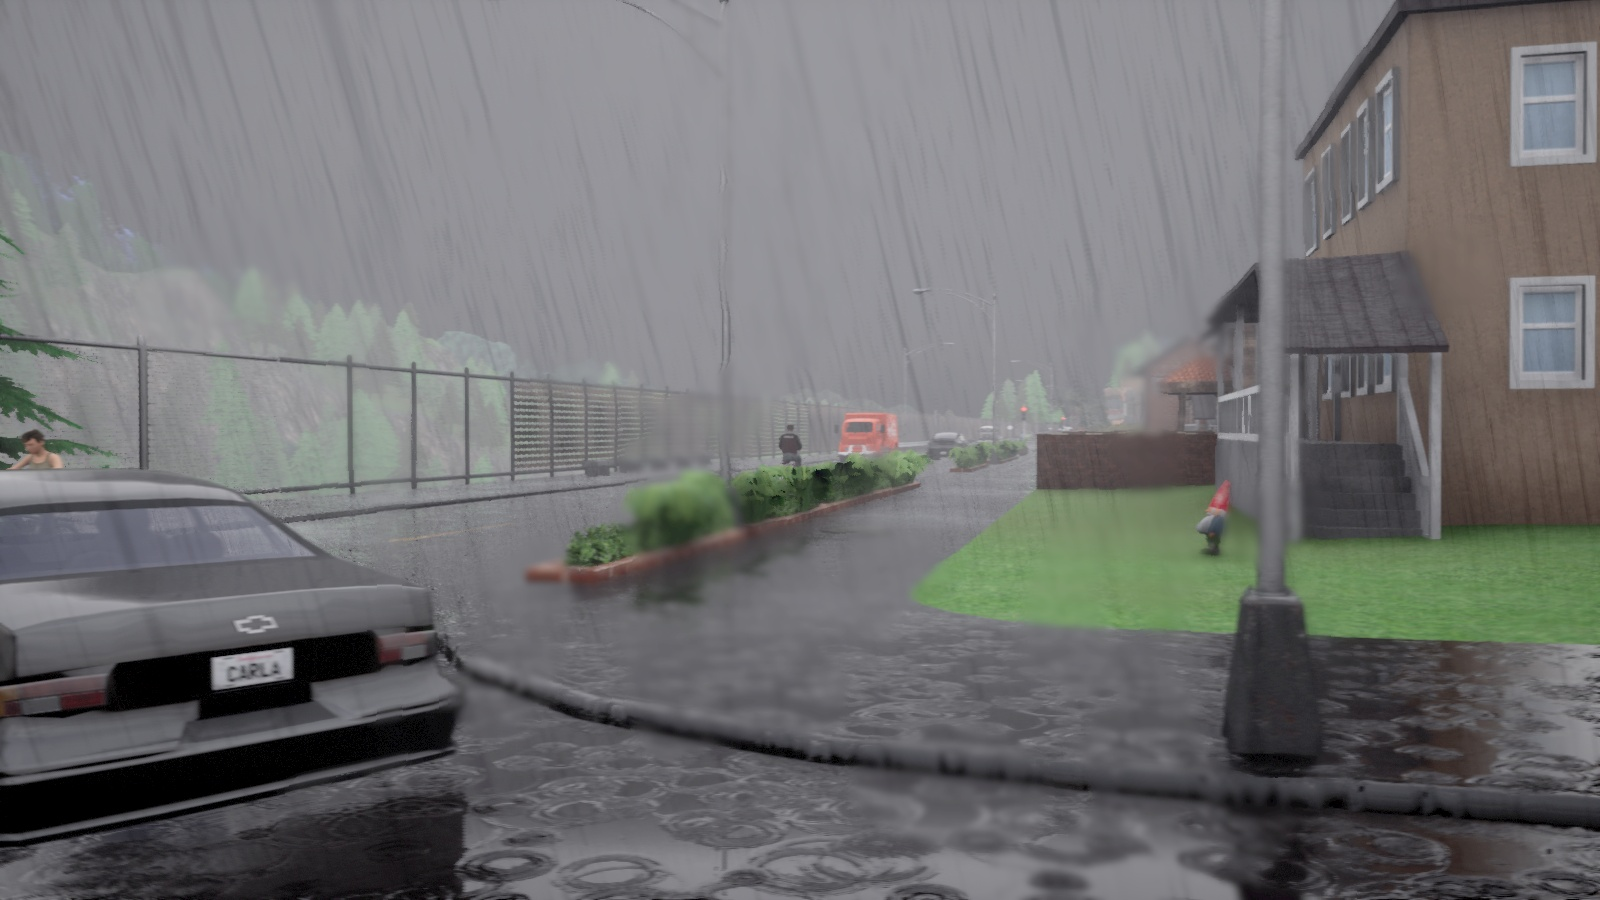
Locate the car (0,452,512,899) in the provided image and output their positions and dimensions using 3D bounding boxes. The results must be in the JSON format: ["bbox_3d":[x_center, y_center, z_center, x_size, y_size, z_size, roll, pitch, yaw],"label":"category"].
[{"bbox_3d":[-3.788,0.766,6.202,5.357,1.411,2.033,1,1,44],"label":"car"}]

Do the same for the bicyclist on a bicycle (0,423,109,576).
[{"bbox_3d":[-8.718,0.512,14.123,0.866,1.612,1.509,1,1,12],"label":"bicyclist on a bicycle"}]

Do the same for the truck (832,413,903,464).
[{"bbox_3d":[3.484,-0.600,63.253,2.627,2.467,5.204,0,1,14],"label":"truck"}]

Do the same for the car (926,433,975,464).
[{"bbox_3d":[7.616,-0.092,63.308,1.837,1.490,4.892,0,1,14],"label":"car"}]
